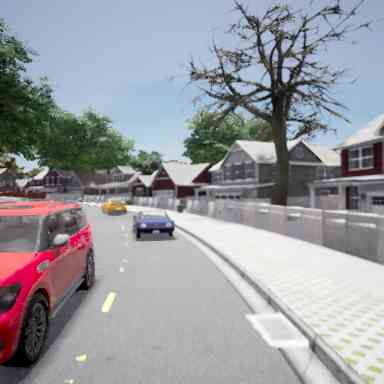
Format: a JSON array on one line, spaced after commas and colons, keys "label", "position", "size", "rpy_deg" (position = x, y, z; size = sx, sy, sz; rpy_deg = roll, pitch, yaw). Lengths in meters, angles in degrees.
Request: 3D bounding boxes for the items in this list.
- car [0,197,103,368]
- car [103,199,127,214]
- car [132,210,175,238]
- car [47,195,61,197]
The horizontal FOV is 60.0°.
[{"label": "car", "position": [-3.254, 1.237, 6.029], "size": [2.150, 2.045, 5.566], "rpy_deg": [0, 0, -5]}, {"label": "car", "position": [-8.237, 1.441, 35.007], "size": [1.882, 1.535, 5.008], "rpy_deg": [0, 0, -25]}, {"label": "car", "position": [-2.202, 1.612, 17.970], "size": [1.895, 1.301, 4.718], "rpy_deg": [0, 0, -13]}, {"label": "car", "position": [-19.970, 1.188, 48.442], "size": [2.097, 1.767, 4.553], "rpy_deg": [0, 1, -38]}]
